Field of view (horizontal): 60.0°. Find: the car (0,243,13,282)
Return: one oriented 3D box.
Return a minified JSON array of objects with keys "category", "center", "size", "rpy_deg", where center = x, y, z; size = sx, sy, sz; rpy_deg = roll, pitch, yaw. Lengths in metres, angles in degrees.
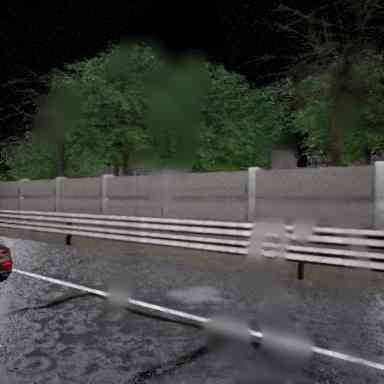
[{"category":"car","center":[-6.393,1.568,8.551],"size":[4.674,1.442,1.812],"rpy_deg":[0,0,35]}]
